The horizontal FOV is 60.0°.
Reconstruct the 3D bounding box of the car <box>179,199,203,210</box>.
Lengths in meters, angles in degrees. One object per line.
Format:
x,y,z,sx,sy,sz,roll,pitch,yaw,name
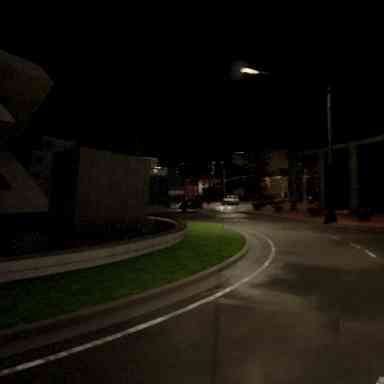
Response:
-0.138,1.839,51.325,2.097,1.767,4.553,-1,-1,31,car

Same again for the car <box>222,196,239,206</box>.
7.764,1.786,66.833,2.150,2.045,5.566,-1,-1,25,car
